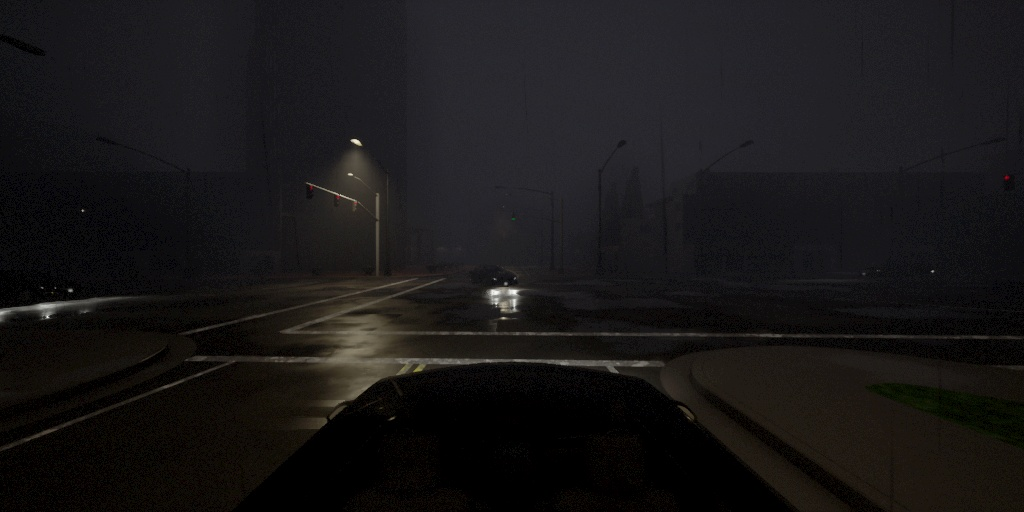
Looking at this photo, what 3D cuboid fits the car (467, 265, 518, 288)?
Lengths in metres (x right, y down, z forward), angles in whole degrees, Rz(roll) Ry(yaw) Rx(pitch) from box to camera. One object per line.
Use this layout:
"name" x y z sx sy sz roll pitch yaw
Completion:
"car" -1.488 1.317 24.289 2.033 1.411 5.357 0 0 -25

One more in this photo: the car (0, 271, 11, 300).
"car" -23.021 1.456 13.811 4.674 1.442 1.812 -1 0 0

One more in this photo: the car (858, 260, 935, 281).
"car" 30.344 1.113 28.416 4.902 1.511 2.128 -1 0 0

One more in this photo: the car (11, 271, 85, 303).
"car" -23.758 1.443 17.304 4.892 1.490 1.837 -1 0 0
